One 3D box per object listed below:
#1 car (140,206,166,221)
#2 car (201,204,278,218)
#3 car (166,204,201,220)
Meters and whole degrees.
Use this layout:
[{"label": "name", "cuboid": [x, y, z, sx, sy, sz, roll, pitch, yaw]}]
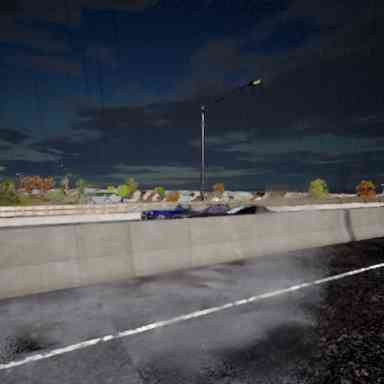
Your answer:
[{"label": "car", "cuboid": [-1.381, 1.551, 24.432, 4.718, 1.301, 1.895, 0, 0, -35]}, {"label": "car", "cuboid": [3.070, 1.476, 19.001, 4.674, 1.442, 1.812, 0, 0, -35]}, {"label": "car", "cuboid": [1.287, 1.496, 22.030, 5.357, 1.411, 2.033, 0, 0, -35]}]
